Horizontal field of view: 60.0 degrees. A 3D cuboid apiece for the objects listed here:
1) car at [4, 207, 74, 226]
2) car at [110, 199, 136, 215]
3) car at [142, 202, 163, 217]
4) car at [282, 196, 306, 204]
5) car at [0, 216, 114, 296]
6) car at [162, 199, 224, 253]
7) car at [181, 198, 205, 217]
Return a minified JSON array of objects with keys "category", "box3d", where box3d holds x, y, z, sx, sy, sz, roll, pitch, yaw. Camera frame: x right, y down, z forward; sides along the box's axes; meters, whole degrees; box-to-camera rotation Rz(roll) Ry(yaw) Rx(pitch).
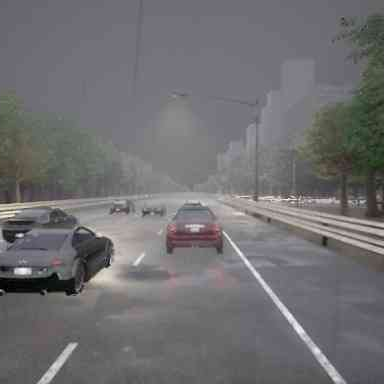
[{"category":"car","box3d":[-6.899,1.491,15.704,1.837,1.490,4.892,0,0,0]},{"category":"car","box3d":[-6.896,1.460,33.302,1.812,1.442,4.674,0,0,0]},{"category":"car","box3d":[-3.397,1.544,30.781,1.895,1.301,4.718,0,0,0]},{"category":"car","box3d":[19.375,1.539,63.732,2.128,1.511,4.902,0,1,-36]},{"category":"car","box3d":[-3.398,1.561,8.696,1.994,1.385,4.181,0,0,0]},{"category":"car","box3d":[0.103,1.342,13.865,2.097,1.767,4.553,0,0,0]},{"category":"car","box3d":[0.105,1.430,32.198,2.128,1.511,4.902,0,0,0]}]
